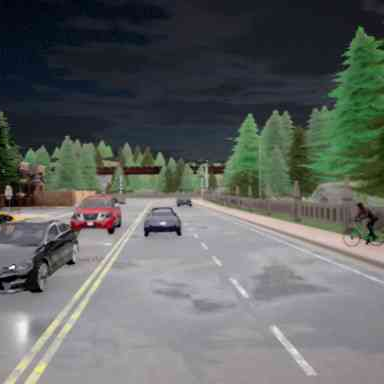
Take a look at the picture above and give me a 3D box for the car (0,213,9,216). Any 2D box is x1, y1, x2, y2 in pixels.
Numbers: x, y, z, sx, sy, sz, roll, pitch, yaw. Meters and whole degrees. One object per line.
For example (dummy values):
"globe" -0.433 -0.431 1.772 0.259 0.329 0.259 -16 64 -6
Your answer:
"car" -8.323 1.553 13.072 1.882 1.535 5.008 -1 0 -6

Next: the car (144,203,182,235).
"car" -1.663 1.546 18.696 1.994 1.385 4.181 -1 0 -6

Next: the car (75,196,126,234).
"car" -5.429 1.249 19.548 2.150 2.045 5.566 -1 0 -6

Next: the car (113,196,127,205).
"car" -12.897 1.543 59.461 1.837 1.490 4.892 -1 0 -5

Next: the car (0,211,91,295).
"car" -4.399 1.527 8.916 2.128 1.511 4.902 -1 0 -6

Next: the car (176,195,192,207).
"car" -1.264 1.267 49.915 2.097 1.767 4.553 -1 0 -6

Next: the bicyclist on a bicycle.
"bicyclist on a bicycle" 6.303 1.199 12.170 1.656 1.620 0.582 -1 0 -6
